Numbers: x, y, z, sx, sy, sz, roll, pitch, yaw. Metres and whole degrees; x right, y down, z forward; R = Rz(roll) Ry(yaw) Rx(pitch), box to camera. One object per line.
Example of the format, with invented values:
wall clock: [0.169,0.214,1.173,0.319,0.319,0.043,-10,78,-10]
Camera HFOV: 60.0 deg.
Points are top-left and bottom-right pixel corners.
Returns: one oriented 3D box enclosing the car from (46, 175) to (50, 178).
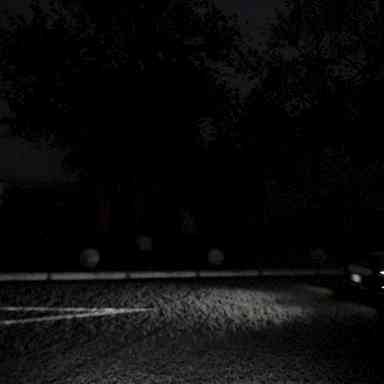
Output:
car: [-39.922,-3.156,84.509,5.566,2.045,2.435,4,2,-14]

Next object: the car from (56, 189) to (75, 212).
car: [-10.551,0.737,21.053,5.366,1.575,1.946,4,1,-14]

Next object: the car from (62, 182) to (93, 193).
car: [-19.203,-0.686,56.052,4.792,1.488,2.163,4,1,-14]

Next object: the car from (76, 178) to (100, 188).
car: [-26.677,-2.260,85.621,5.566,2.045,2.435,4,2,-14]

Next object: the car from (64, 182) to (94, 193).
car: [-19.904,-0.828,58.734,4.892,1.521,2.231,4,1,-14]

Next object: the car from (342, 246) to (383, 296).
car: [6.316,1.912,8.638,4.902,1.511,2.128,3,-1,-15]

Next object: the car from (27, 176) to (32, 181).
car: [-35.103,-2.035,65.510,5.008,1.535,2.097,4,1,-14]

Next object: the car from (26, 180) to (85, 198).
car: [-13.057,0.173,31.854,4.553,1.767,2.185,4,1,-14]

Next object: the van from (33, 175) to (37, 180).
van: [-36.346,-2.485,70.967,4.442,1.987,1.878,4,2,-14]

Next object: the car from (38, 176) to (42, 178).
car: [-37.856,-2.471,76.379,4.674,1.452,2.002,4,2,-14]

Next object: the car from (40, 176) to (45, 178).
car: [-38.532,-2.638,79.094,4.892,1.521,2.231,4,2,-14]

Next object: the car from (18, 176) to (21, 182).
car: [-33.212,-1.708,57.321,5.366,1.575,1.946,4,1,-14]

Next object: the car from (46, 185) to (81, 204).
car: [-11.740,0.524,26.472,4.892,1.521,2.231,4,1,-14]

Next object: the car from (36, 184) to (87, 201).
car: [-14.464,0.069,37.225,5.008,1.535,2.097,4,1,-14]

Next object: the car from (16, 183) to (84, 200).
car: [-12.409,0.410,29.163,5.008,1.535,2.097,4,1,-14]

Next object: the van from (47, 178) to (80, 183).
van: [-15.694,-0.374,42.627,4.442,1.987,1.878,4,1,-14]

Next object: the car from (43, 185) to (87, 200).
car: [-15.147,-0.003,39.916,4.674,1.452,2.002,4,1,-14]

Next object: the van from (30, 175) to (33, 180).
van: [-35.884,-2.381,68.196,4.442,1.987,1.878,4,1,-14]

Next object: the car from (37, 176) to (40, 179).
car: [-37.136,-2.354,73.667,4.792,1.488,2.163,4,2,-14]

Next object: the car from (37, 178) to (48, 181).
car: [-24.477,-1.062,56.490,1.837,1.490,4.892,4,1,-14]

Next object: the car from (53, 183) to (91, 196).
car: [-17.215,-0.353,47.973,4.792,1.488,2.163,4,1,-14]

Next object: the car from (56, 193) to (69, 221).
car: [-9.664,0.897,18.417,4.792,1.488,2.163,4,1,-14]

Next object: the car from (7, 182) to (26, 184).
car: [-19.052,-0.070,35.056,1.895,1.301,4.718,4,1,-14]

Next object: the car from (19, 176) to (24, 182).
car: [-33.721,-1.767,60.083,4.674,1.452,2.002,4,1,-14]

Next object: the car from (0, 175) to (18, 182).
car: [-32.355,-1.833,54.638,5.566,2.045,2.435,4,1,-14]

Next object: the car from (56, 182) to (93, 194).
car: [-18.727,-0.619,53.310,5.366,1.575,1.946,4,1,-14]

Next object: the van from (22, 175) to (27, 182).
van: [-34.281,-2.139,62.820,4.442,1.987,1.878,4,1,-14]

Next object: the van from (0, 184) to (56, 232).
van: [-9.107,0.748,15.688,4.442,1.987,1.878,4,1,-14]

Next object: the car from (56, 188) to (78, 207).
car: [-11.027,0.668,23.794,4.792,1.488,2.163,4,1,-14]
